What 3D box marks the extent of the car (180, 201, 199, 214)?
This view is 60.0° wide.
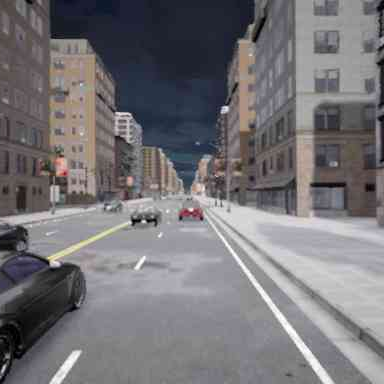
[{"bbox_3d":[-0.237,1.761,38.438,1.994,1.385,4.181,0,0,1],"label":"car"}]

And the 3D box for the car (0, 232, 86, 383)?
[{"bbox_3d":[-3.172,1.613,5.238,1.994,1.385,4.181,0,0,0],"label":"car"}]

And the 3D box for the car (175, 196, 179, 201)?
[{"bbox_3d":[-3.886,1.933,95.453,1.994,1.385,4.181,0,0,0],"label":"car"}]

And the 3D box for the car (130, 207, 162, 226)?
[{"bbox_3d":[-3.305,1.751,24.955,1.895,1.301,4.718,0,0,0],"label":"car"}]

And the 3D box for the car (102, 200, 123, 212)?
[{"bbox_3d":[-10.025,1.781,42.420,2.128,1.511,4.902,0,0,0],"label":"car"}]

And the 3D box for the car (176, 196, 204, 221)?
[{"bbox_3d":[-0.087,1.503,29.459,2.097,1.767,4.553,0,0,0],"label":"car"}]

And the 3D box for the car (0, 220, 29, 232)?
[{"bbox_3d":[-6.652,1.588,9.842,2.128,1.511,4.902,0,0,0],"label":"car"}]

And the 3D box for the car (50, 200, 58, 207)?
[{"bbox_3d":[-25.758,2.047,58.487,4.313,1.339,1.947,0,-1,0],"label":"car"}]
